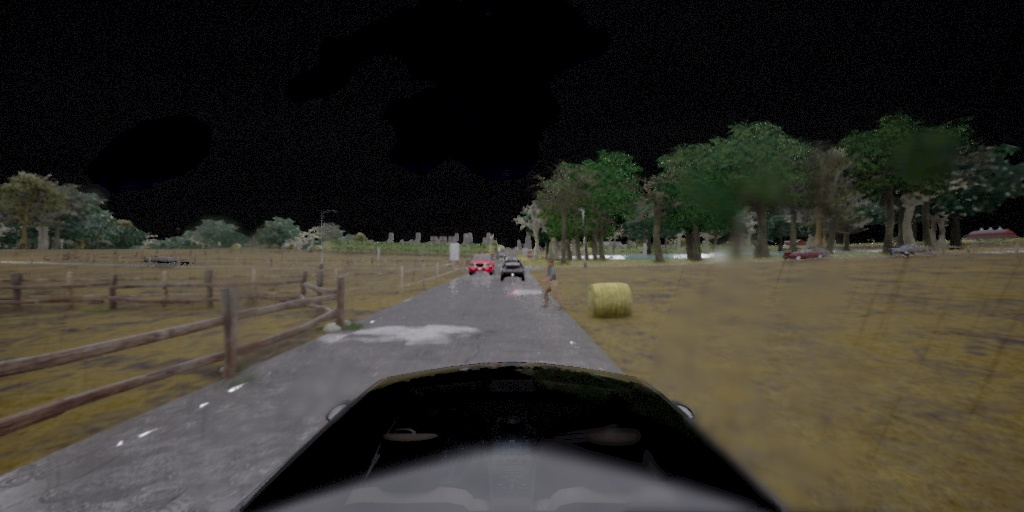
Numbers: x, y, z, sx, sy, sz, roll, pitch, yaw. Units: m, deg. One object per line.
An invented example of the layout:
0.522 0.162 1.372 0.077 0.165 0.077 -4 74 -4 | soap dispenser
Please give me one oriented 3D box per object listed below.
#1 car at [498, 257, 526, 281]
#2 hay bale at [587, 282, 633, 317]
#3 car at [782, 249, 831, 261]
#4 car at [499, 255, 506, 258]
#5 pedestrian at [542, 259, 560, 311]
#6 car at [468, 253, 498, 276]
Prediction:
0.055 1.079 28.087 1.837 1.490 4.892 0 1 0 | car
3.123 1.343 11.549 1.220 1.180 1.240 0 0 0 | hay bale
39.328 -0.190 48.309 5.008 1.535 1.882 -2 -1 0 | car
0.161 0.978 39.297 2.128 1.511 4.902 0 1 4 | car
1.358 0.976 12.546 0.375 1.860 0.375 1 -1 -5 | pedestrian
-2.786 0.752 34.130 2.150 2.045 5.566 0 0 1 | car
